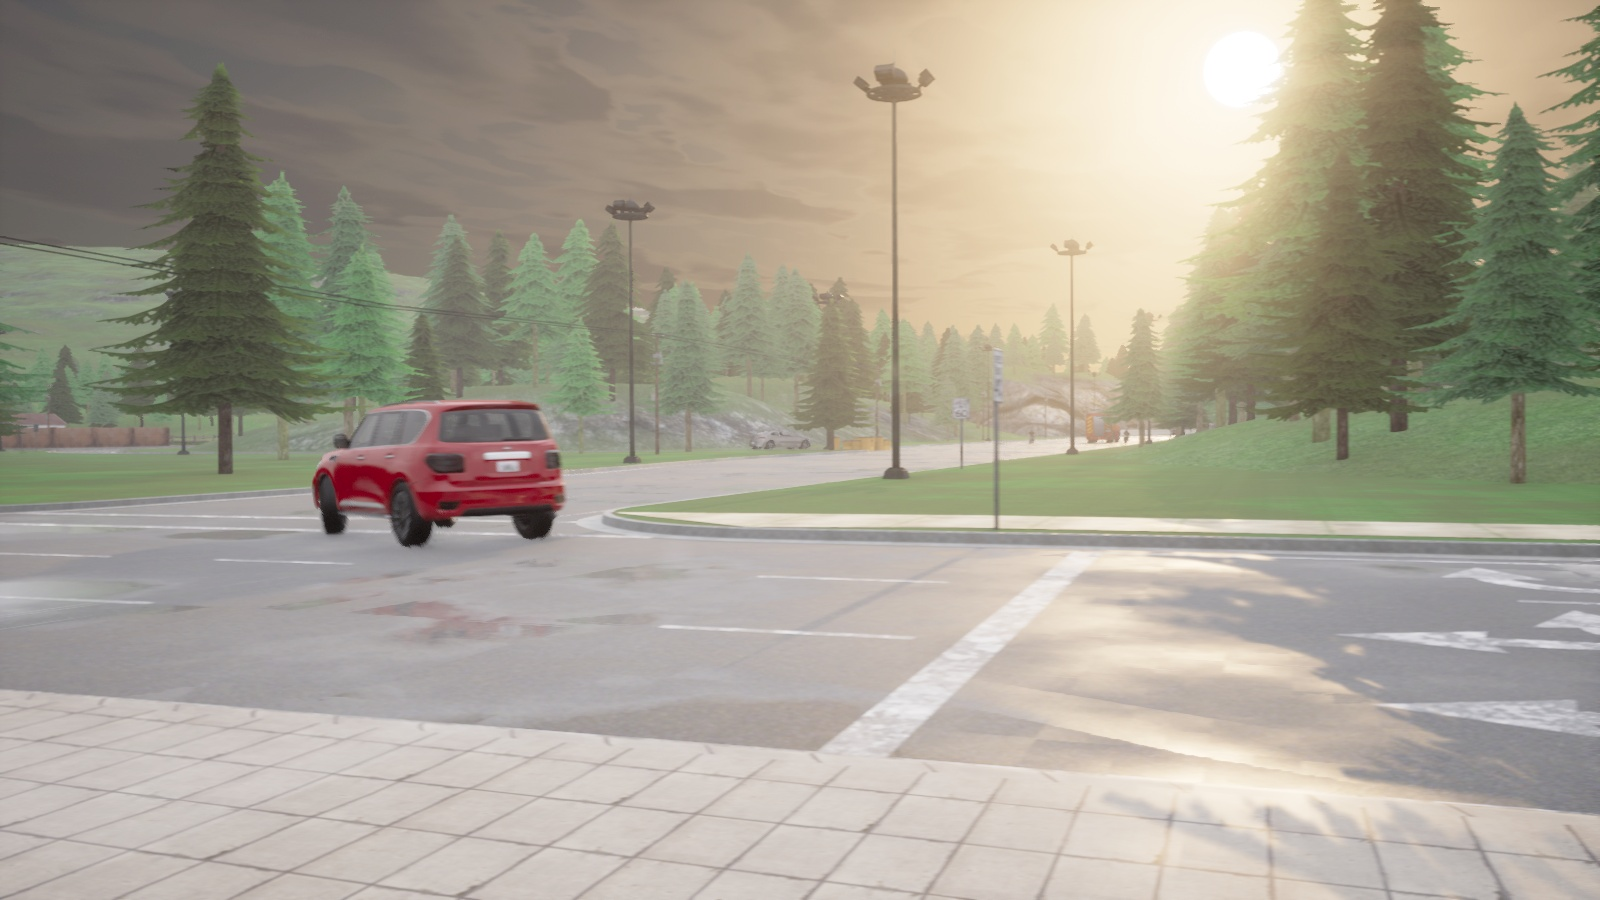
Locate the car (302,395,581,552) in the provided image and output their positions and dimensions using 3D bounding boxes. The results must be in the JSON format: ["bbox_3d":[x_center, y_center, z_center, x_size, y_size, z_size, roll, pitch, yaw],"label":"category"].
[{"bbox_3d":[-5.646,0.249,19.181,2.150,2.045,5.566,-2,2,-38],"label":"car"}]
